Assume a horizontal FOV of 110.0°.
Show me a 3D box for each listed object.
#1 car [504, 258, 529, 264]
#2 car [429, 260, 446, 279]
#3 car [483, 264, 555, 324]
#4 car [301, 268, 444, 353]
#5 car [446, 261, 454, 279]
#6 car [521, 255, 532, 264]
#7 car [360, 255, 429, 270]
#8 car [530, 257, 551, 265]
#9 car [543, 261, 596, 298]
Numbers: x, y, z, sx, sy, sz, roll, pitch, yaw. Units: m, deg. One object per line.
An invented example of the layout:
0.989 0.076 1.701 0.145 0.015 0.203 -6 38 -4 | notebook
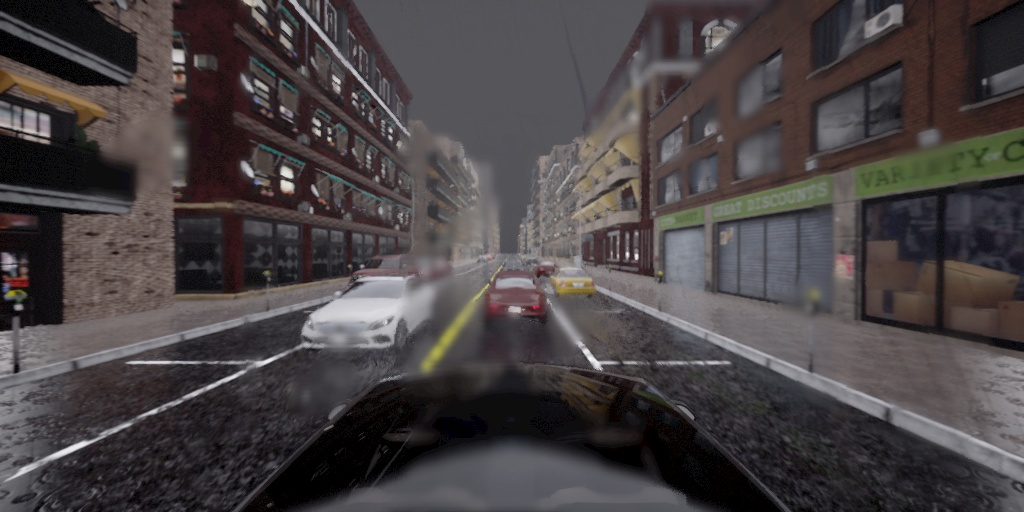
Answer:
0.118 1.043 28.307 1.895 1.301 4.718 0 1 0 | car
-5.678 0.949 22.391 1.967 1.591 4.097 0 0 0 | car
0.106 1.165 11.311 1.812 1.442 4.674 0 1 0 | car
-3.093 1.193 8.758 1.812 1.442 4.674 0 1 0 | car
-5.673 0.989 28.028 1.888 1.381 4.507 0 0 0 | car
2.726 0.735 50.560 2.007 1.370 4.403 0 0 0 | car
-5.682 0.889 16.756 2.192 1.841 5.009 0 0 0 | car
2.708 0.992 28.017 1.888 1.381 4.507 0 0 0 | car
2.699 1.103 16.915 1.751 1.417 4.829 0 0 0 | car
